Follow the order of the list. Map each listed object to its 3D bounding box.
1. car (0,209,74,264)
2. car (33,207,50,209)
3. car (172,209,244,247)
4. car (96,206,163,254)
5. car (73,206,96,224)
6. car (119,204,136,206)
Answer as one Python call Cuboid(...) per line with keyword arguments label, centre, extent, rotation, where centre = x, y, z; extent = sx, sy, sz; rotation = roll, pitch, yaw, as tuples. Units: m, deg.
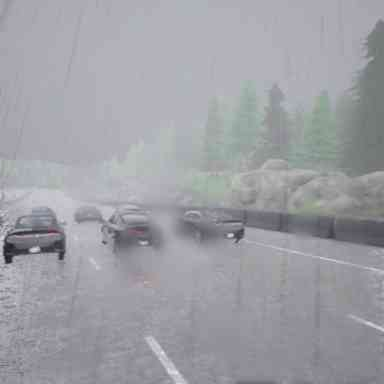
Cuboid(label="car", centre=(-5.846, 1.617, 12.587), extent=(2.128, 1.511, 4.902), rotation=(-1, 0, -23))
Cuboid(label="car", centre=(-12.025, 1.878, 26.570), extent=(1.994, 1.385, 4.181), rotation=(-1, 0, -23))
Cuboid(label="car", centre=(0.555, 1.538, 15.419), extent=(2.128, 1.511, 4.902), rotation=(-1, 0, -23))
Cuboid(label="car", centre=(-2.667, 1.593, 14.055), extent=(1.837, 1.490, 4.892), rotation=(-1, 0, -23))
Cuboid(label="car", centre=(-8.862, 1.840, 28.070), extent=(1.994, 1.385, 4.181), rotation=(-1, 0, -23))
Cuboid(label="car", centre=(-5.834, 1.766, 29.884), extent=(1.812, 1.442, 4.674), rotation=(-1, 0, -23))
